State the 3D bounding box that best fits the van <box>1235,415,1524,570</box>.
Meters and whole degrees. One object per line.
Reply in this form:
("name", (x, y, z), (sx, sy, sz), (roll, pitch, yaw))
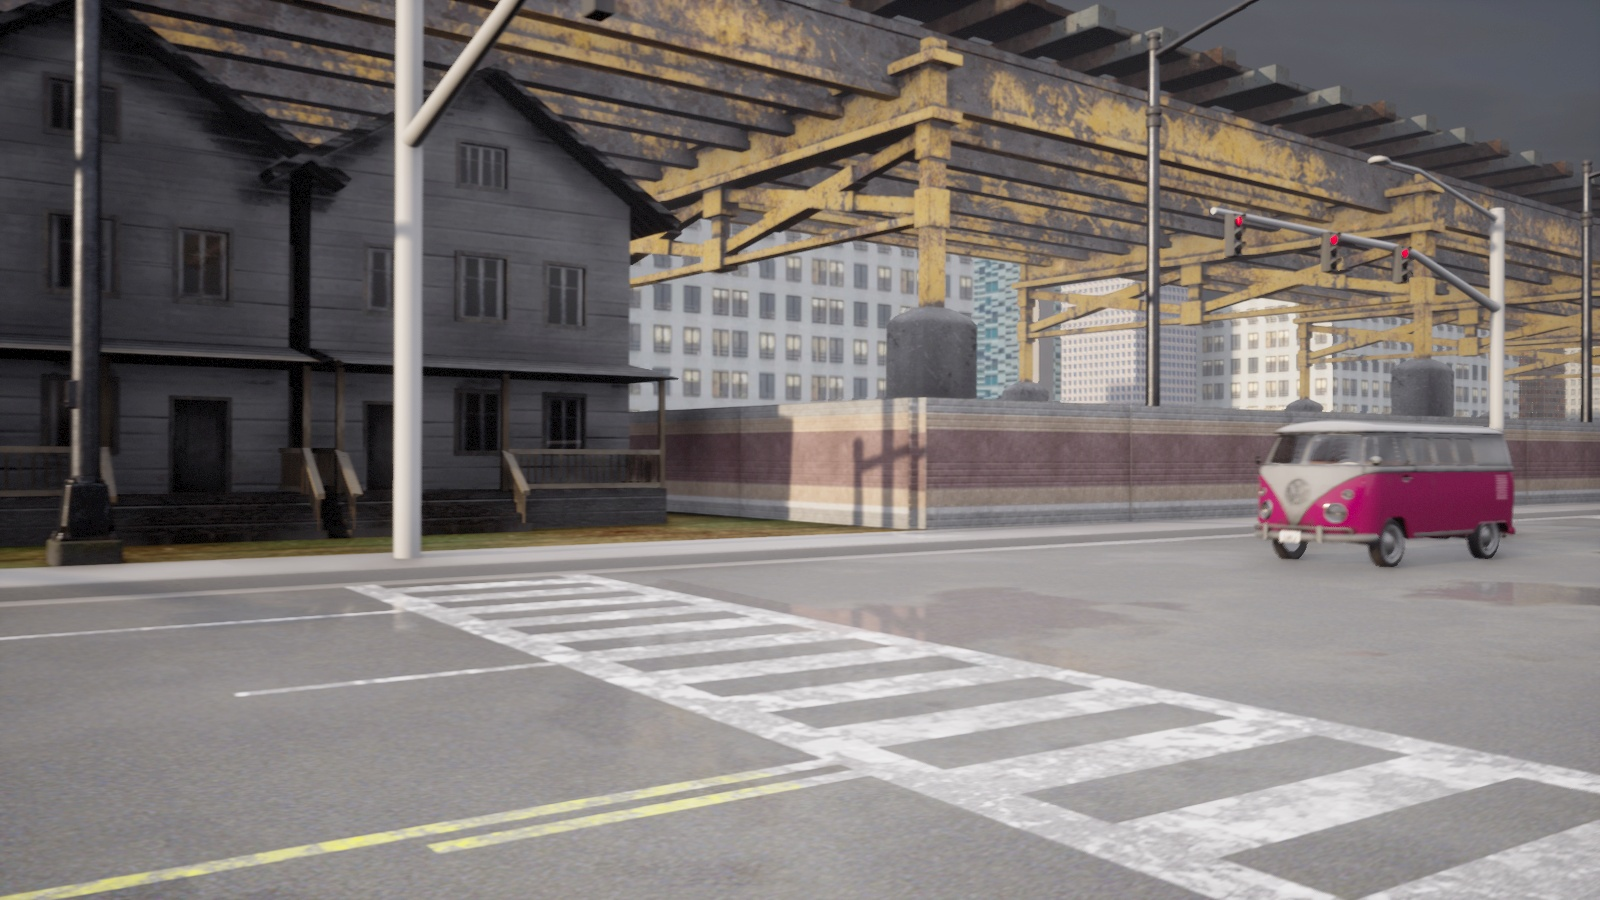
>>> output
("van", (8.399, 0.552, 18.058), (4.442, 1.987, 1.775), (0, 0, -35))
